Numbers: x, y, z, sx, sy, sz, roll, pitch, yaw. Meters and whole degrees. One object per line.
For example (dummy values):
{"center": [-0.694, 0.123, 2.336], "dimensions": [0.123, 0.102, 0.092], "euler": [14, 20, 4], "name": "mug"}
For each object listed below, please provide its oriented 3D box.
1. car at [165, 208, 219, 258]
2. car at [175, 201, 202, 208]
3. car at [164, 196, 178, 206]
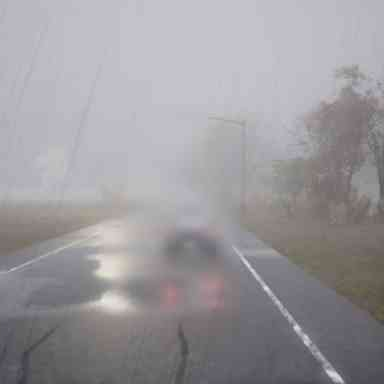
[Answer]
{"center": [0.051, 1.565, 12.912], "dimensions": [1.812, 1.442, 4.674], "euler": [0, 0, 2], "name": "car"}
{"center": [0.014, 1.618, 25.369], "dimensions": [2.033, 1.411, 5.357], "euler": [0, 0, 0], "name": "car"}
{"center": [-3.578, 1.472, 57.016], "dimensions": [2.097, 1.767, 4.553], "euler": [0, 0, 0], "name": "car"}
